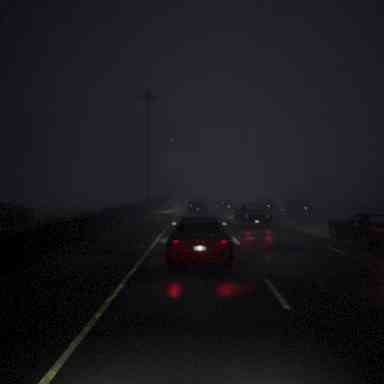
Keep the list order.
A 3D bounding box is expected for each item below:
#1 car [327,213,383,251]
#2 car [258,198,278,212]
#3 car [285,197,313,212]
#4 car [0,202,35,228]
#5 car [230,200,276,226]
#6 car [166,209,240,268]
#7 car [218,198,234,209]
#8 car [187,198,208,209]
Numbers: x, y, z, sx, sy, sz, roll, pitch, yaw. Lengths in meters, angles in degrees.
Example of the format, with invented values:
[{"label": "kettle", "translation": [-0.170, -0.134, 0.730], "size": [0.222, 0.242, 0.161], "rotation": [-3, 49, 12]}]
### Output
[{"label": "car", "translation": [7.283, 1.525, 13.604], "size": [1.895, 1.301, 4.718], "rotation": [0, 0, 1]}, {"label": "car", "translation": [7.603, 1.340, 34.842], "size": [1.994, 1.385, 4.181], "rotation": [0, 0, 1]}, {"label": "car", "translation": [11.101, 1.292, 34.736], "size": [1.837, 1.490, 4.892], "rotation": [0, 0, 1]}, {"label": "car", "translation": [-10.348, 1.334, 17.951], "size": [2.128, 1.511, 4.902], "rotation": [0, 0, 1]}, {"label": "car", "translation": [3.910, 1.456, 22.020], "size": [1.895, 1.301, 4.718], "rotation": [0, 0, 1]}, {"label": "car", "translation": [0.244, 1.486, 11.029], "size": [1.994, 1.385, 4.181], "rotation": [0, 0, 1]}, {"label": "car", "translation": [4.181, 1.325, 40.120], "size": [1.895, 1.301, 4.718], "rotation": [0, 0, 1]}, {"label": "car", "translation": [0.556, 1.302, 31.801], "size": [1.812, 1.442, 4.674], "rotation": [0, 0, 1]}]
